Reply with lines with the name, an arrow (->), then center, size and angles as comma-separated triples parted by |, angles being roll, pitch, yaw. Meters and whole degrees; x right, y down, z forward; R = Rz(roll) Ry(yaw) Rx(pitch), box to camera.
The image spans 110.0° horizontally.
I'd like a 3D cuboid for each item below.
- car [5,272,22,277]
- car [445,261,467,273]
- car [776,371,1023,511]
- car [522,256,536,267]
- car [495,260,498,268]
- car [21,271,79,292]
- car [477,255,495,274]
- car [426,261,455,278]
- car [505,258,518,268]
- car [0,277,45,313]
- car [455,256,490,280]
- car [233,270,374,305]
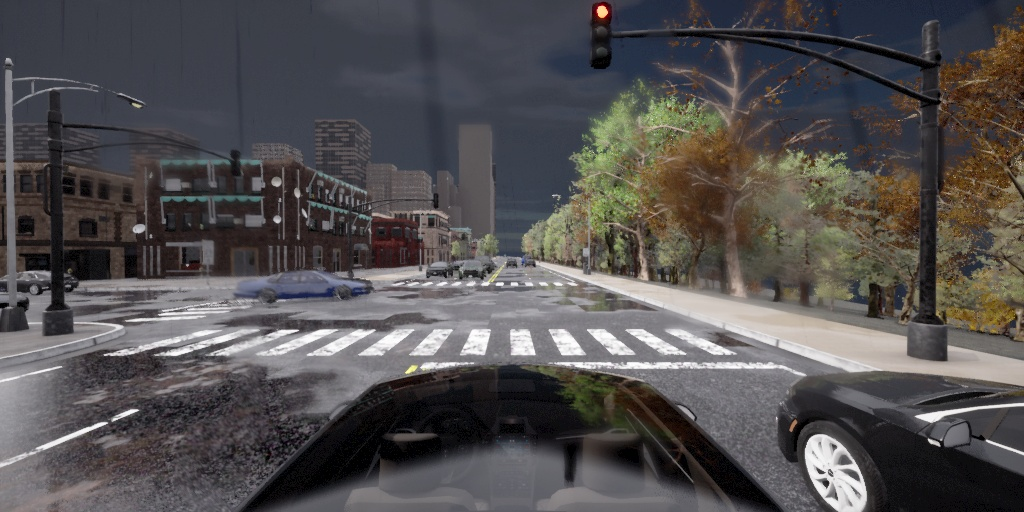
car -> -24.707, 1.552, 15.341 | 4.674, 1.442, 1.812 | 0, 1, 0
car -> -6.683, 1.336, 43.487 | 1.895, 1.301, 4.718 | 0, 0, 0
car -> 3.366, 1.255, 1.263 | 1.837, 1.490, 4.892 | 0, 0, -2
car -> 3.203, 1.231, 63.662 | 1.837, 1.490, 4.892 | 0, 0, 0
car -> -3.457, 1.296, 50.784 | 1.994, 1.385, 4.181 | 0, 0, 0
car -> -28.326, 1.560, 21.131 | 4.403, 1.370, 2.007 | 0, 0, 0
car -> -3.435, 0.958, 41.278 | 2.150, 2.045, 5.566 | 0, 0, 0
car -> -6.664, 1.218, 33.525 | 1.882, 1.535, 5.008 | 0, 0, 0
car -> -0.043, 1.232, 62.159 | 1.837, 1.490, 4.892 | 0, 0, 0
car -> -19.973, 1.565, 12.639 | 4.313, 1.339, 1.948 | 0, 0, 0
car -> -3.413, 1.093, 31.699 | 2.097, 1.767, 4.553 | 0, 0, 0
car -> -9.186, 1.322, 16.185 | 5.357, 1.411, 2.033 | -1, 0, -12
